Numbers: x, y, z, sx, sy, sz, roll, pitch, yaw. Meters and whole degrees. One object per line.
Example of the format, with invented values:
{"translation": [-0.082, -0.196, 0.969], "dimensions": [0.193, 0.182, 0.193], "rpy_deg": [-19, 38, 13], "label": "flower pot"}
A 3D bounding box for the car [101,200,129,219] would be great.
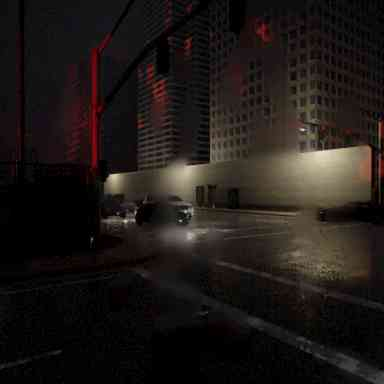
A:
{"translation": [-7.367, 1.470, 28.988], "dimensions": [1.812, 1.442, 4.674], "rpy_deg": [0, 0, -35], "label": "car"}

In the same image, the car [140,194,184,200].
{"translation": [-2.106, 1.166, 27.636], "dimensions": [2.150, 2.045, 5.566], "rpy_deg": [0, 0, -35], "label": "car"}

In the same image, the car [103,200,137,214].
{"translation": [-7.814, 1.545, 35.649], "dimensions": [1.895, 1.301, 4.718], "rpy_deg": [0, 0, -35], "label": "car"}

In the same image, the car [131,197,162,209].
{"translation": [-6.370, 1.436, 46.022], "dimensions": [2.128, 1.511, 4.902], "rpy_deg": [0, 0, -35], "label": "car"}

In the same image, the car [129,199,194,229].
{"translation": [-2.042, 1.449, 21.477], "dimensions": [1.837, 1.490, 4.892], "rpy_deg": [0, 0, -35], "label": "car"}

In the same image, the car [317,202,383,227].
{"translation": [11.095, 1.446, 22.623], "dimensions": [4.902, 1.511, 2.128], "rpy_deg": [1, 1, 31], "label": "car"}
